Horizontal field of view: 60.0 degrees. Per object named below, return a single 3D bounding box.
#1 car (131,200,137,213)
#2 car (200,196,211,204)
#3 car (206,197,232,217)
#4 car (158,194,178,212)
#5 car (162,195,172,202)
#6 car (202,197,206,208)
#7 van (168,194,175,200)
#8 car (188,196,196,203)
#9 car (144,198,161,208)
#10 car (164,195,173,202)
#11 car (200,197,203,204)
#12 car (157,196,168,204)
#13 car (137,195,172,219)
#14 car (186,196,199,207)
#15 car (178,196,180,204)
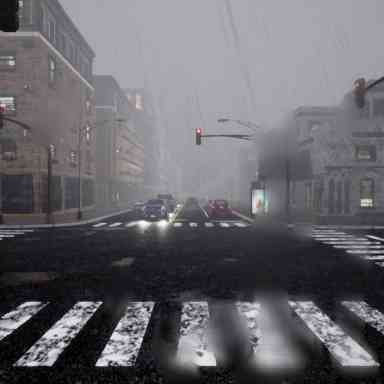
[{"bbox_3d":[-5.748,1.561,37.473,2.008,1.369,4.403,0,0,0],"label":"car"},{"bbox_3d":[2.592,1.591,65.981,2.008,1.369,4.403,-1,0,0],"label":"car"},{"bbox_3d":[2.639,1.446,31.801,1.967,1.590,4.097,0,0,0],"label":"car"},{"bbox_3d":[-3.150,1.230,38.502,2.150,2.045,5.566,0,0,0],"label":"car"},{"bbox_3d":[-5.807,1.497,77.349,1.967,1.590,4.097,0,0,0],"label":"car"},{"bbox_3d":[2.624,1.597,43.194,1.802,1.307,4.206,0,0,0],"label":"car"},{"bbox_3d":[-5.832,1.430,94.440,1.690,1.788,3.998,-1,0,0],"label":"van"},{"bbox_3d":[-0.020,1.572,70.761,1.812,1.442,4.674,0,0,0],"label":"car"},{"bbox_3d":[-5.764,1.571,48.867,2.008,1.369,4.403,0,0,0],"label":"car"},{"bbox_3d":[-5.813,1.592,82.876,1.752,1.417,4.829,-1,0,0],"label":"car"},{"bbox_3d":[2.616,1.571,48.892,2.008,1.369,4.403,0,0,0],"label":"car"},{"bbox_3d":[-5.789,1.565,65.787,1.752,1.417,4.829,0,0,0],"label":"car"},{"bbox_3d":[-3.139,1.356,28.928,2.097,1.767,4.553,0,0,0],"label":"car"},{"bbox_3d":[0.029,1.525,51.160,1.837,1.490,4.892,0,-1,0],"label":"car"},{"bbox_3d":[-3.158,1.584,48.788,1.994,1.385,4.181,0,0,0],"label":"car"}]
